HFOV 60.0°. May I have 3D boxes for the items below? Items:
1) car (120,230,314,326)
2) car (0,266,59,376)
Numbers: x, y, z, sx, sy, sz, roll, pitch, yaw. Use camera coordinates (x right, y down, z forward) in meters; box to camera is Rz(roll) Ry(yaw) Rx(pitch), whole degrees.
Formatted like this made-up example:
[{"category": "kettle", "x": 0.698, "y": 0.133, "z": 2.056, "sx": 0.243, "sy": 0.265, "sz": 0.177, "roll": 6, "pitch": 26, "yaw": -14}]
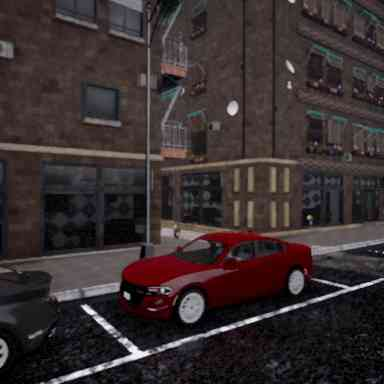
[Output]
[{"category": "car", "x": 0.709, "y": 1.554, "z": 7.061, "sx": 4.507, "sy": 1.381, "sz": 1.887, "roll": 0, "pitch": 0, "yaw": -35}, {"category": "car", "x": -3.882, "y": 1.549, "z": 3.790, "sx": 4.403, "sy": 1.369, "sz": 2.008, "roll": 0, "pitch": 0, "yaw": -35}]
